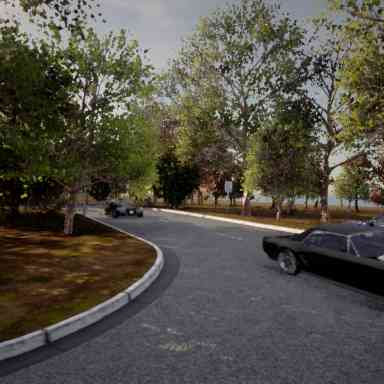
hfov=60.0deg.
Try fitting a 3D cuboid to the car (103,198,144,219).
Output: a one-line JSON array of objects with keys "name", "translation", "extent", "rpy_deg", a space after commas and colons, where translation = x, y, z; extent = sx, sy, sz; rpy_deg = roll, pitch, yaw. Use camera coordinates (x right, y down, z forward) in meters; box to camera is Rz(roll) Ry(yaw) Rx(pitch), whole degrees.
[{"name": "car", "translation": [-4.892, 1.096, 23.434], "extent": [1.994, 1.385, 4.181], "rpy_deg": [1, 0, -29]}]

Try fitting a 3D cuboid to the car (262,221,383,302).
[{"name": "car", "translation": [3.749, 1.471, 7.318], "extent": [1.895, 1.301, 4.718], "rpy_deg": [0, 2, -28]}]

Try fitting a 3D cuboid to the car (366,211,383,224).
[{"name": "car", "translation": [6.336, 1.240, 9.817], "extent": [2.097, 1.767, 4.553], "rpy_deg": [1, 1, -28]}]
